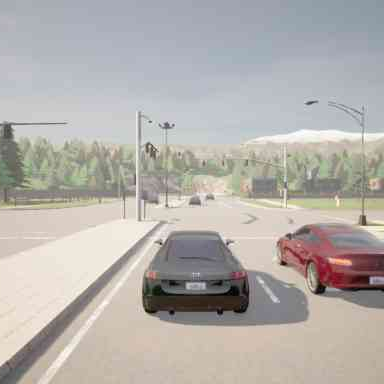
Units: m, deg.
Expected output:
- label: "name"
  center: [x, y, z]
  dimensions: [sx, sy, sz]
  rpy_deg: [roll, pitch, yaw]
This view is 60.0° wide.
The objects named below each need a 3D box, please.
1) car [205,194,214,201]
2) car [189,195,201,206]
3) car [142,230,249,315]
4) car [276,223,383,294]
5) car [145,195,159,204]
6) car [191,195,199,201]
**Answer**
- label: "car"
  center: [4.355, 1.188, 82.002]
  dimensions: [2.097, 1.767, 4.553]
  rpy_deg: [0, 0, 1]
- label: "car"
  center: [0.505, 1.563, 56.652]
  dimensions: [1.994, 1.385, 4.181]
  rpy_deg: [0, 0, 1]
- label: "car"
  center: [0.058, 1.564, 7.649]
  dimensions: [1.994, 1.385, 4.181]
  rpy_deg: [0, 0, 0]
- label: "car"
  center: [3.556, 1.526, 8.651]
  dimensions: [1.812, 1.442, 4.674]
  rpy_deg: [0, 0, 0]
- label: "car"
  center: [-7.469, 1.351, 62.633]
  dimensions: [2.097, 1.767, 4.553]
  rpy_deg: [0, 0, 1]
- label: "car"
  center: [0.856, 1.428, 82.108]
  dimensions: [1.895, 1.301, 4.718]
  rpy_deg: [0, 0, 1]
